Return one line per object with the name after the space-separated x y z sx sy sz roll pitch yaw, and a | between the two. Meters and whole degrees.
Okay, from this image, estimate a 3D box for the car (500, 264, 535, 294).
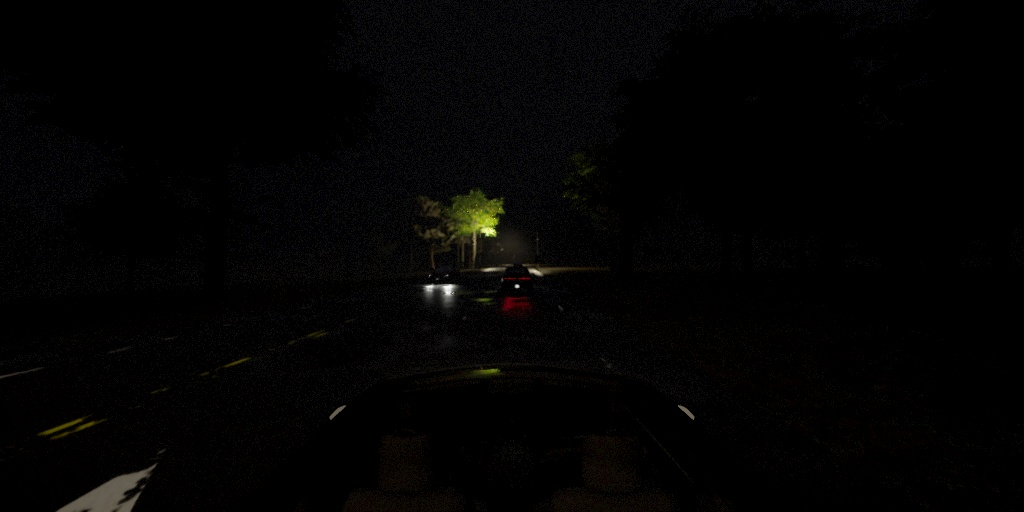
0.314 1.411 21.804 1.837 1.490 4.892 0 -1 1 | car

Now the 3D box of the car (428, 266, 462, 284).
-5.497 1.532 30.104 1.812 1.442 4.674 0 -1 7 | car
